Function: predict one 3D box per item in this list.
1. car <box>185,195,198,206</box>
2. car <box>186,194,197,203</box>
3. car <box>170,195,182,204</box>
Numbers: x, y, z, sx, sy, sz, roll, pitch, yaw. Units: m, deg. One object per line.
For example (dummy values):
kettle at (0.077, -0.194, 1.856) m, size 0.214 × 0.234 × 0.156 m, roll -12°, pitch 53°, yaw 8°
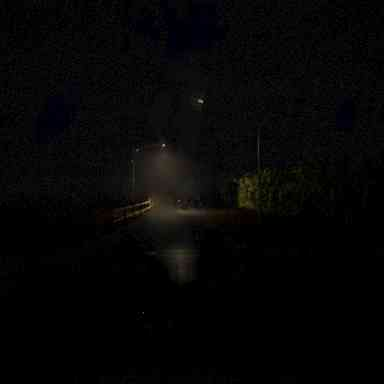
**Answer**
car at (-0.035, 1.416, 53.440) m, size 1.837 × 1.490 × 4.892 m, roll 0°, pitch 1°, yaw 0°
car at (-0.041, 1.248, 63.856) m, size 2.033 × 1.411 × 5.357 m, roll 0°, pitch 1°, yaw 0°
car at (-2.788, 1.338, 58.027) m, size 1.837 × 1.490 × 4.892 m, roll 0°, pitch 1°, yaw 0°
